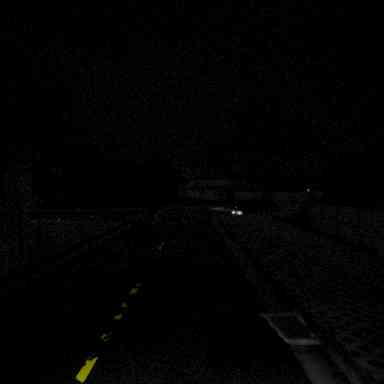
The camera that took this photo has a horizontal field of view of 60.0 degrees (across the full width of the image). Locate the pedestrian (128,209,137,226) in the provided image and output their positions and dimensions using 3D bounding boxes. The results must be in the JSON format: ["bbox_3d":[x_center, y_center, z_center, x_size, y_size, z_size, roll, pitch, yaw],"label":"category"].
[{"bbox_3d":[-3.896,1.652,21.728,0.500,1.100,0.500,-3,3,1],"label":"pedestrian"}]

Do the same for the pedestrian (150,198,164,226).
[{"bbox_3d":[-2.234,1.272,21.197,0.375,1.860,0.375,-3,3,1],"label":"pedestrian"}]

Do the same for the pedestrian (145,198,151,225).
[{"bbox_3d":[-2.864,1.273,22.405,0.375,1.860,0.375,-3,3,1],"label":"pedestrian"}]

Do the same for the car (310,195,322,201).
[{"bbox_3d":[18.611,1.115,45.979,5.357,1.411,2.033,-1,3,-34],"label":"car"}]

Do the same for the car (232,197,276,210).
[{"bbox_3d":[7.356,1.325,39.145,5.357,1.411,2.033,-1,3,-29],"label":"car"}]
